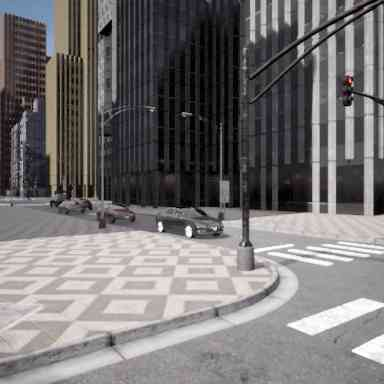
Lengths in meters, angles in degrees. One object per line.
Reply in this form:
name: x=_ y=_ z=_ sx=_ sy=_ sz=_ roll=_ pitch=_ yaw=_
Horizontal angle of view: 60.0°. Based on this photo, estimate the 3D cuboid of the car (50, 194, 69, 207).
car: x=-20.632 y=1.391 z=52.073 sx=2.150 sy=2.045 sz=5.566 roll=0 pitch=0 yaw=-35

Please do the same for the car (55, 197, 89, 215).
car: x=-13.190 y=1.650 z=36.296 sx=1.812 sy=1.442 sz=4.674 roll=0 pitch=0 yaw=-36

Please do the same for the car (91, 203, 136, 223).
car: x=-6.129 y=1.615 z=26.345 sx=1.812 sy=1.442 sz=4.674 roll=0 pitch=0 yaw=-35

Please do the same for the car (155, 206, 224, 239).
car: x=-0.258 y=1.563 z=18.099 sx=1.837 sy=1.490 sz=4.892 roll=0 pitch=0 yaw=-35

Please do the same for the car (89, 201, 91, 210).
car: x=-14.564 y=1.647 z=43.618 sx=1.837 sy=1.490 sz=4.892 roll=0 pitch=0 yaw=-35
